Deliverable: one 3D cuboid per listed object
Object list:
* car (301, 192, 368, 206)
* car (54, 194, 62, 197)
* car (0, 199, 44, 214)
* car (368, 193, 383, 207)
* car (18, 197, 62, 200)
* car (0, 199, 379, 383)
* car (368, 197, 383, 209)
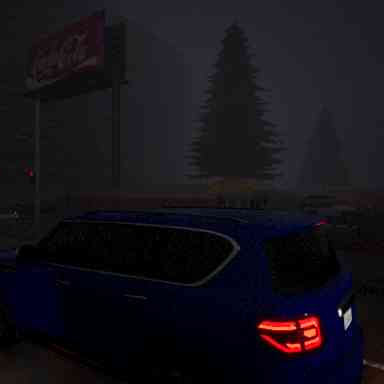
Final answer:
[{"bbox_3d":[9.182,1.149,22.000,3.866,1.878,1.905,0,0,35],"label":"car"},{"bbox_3d":[-13.975,1.222,36.236,2.150,2.045,5.566,0,0,35],"label":"car"},{"bbox_3d":[-18.591,1.526,35.768,1.812,1.442,4.674,0,0,35],"label":"car"},{"bbox_3d":[26.623,1.285,47.790,3.988,1.617,1.851,0,0,35],"label":"car"},{"bbox_3d":[-13.613,1.505,30.337,1.837,1.490,4.892,0,0,35],"label":"car"},{"bbox_3d":[-0.780,1.221,4.555,5.566,2.045,2.150,0,0,36],"label":"car"},{"bbox_3d":[11.122,1.338,24.057,4.193,1.474,1.816,0,0,35],"label":"car"}]
